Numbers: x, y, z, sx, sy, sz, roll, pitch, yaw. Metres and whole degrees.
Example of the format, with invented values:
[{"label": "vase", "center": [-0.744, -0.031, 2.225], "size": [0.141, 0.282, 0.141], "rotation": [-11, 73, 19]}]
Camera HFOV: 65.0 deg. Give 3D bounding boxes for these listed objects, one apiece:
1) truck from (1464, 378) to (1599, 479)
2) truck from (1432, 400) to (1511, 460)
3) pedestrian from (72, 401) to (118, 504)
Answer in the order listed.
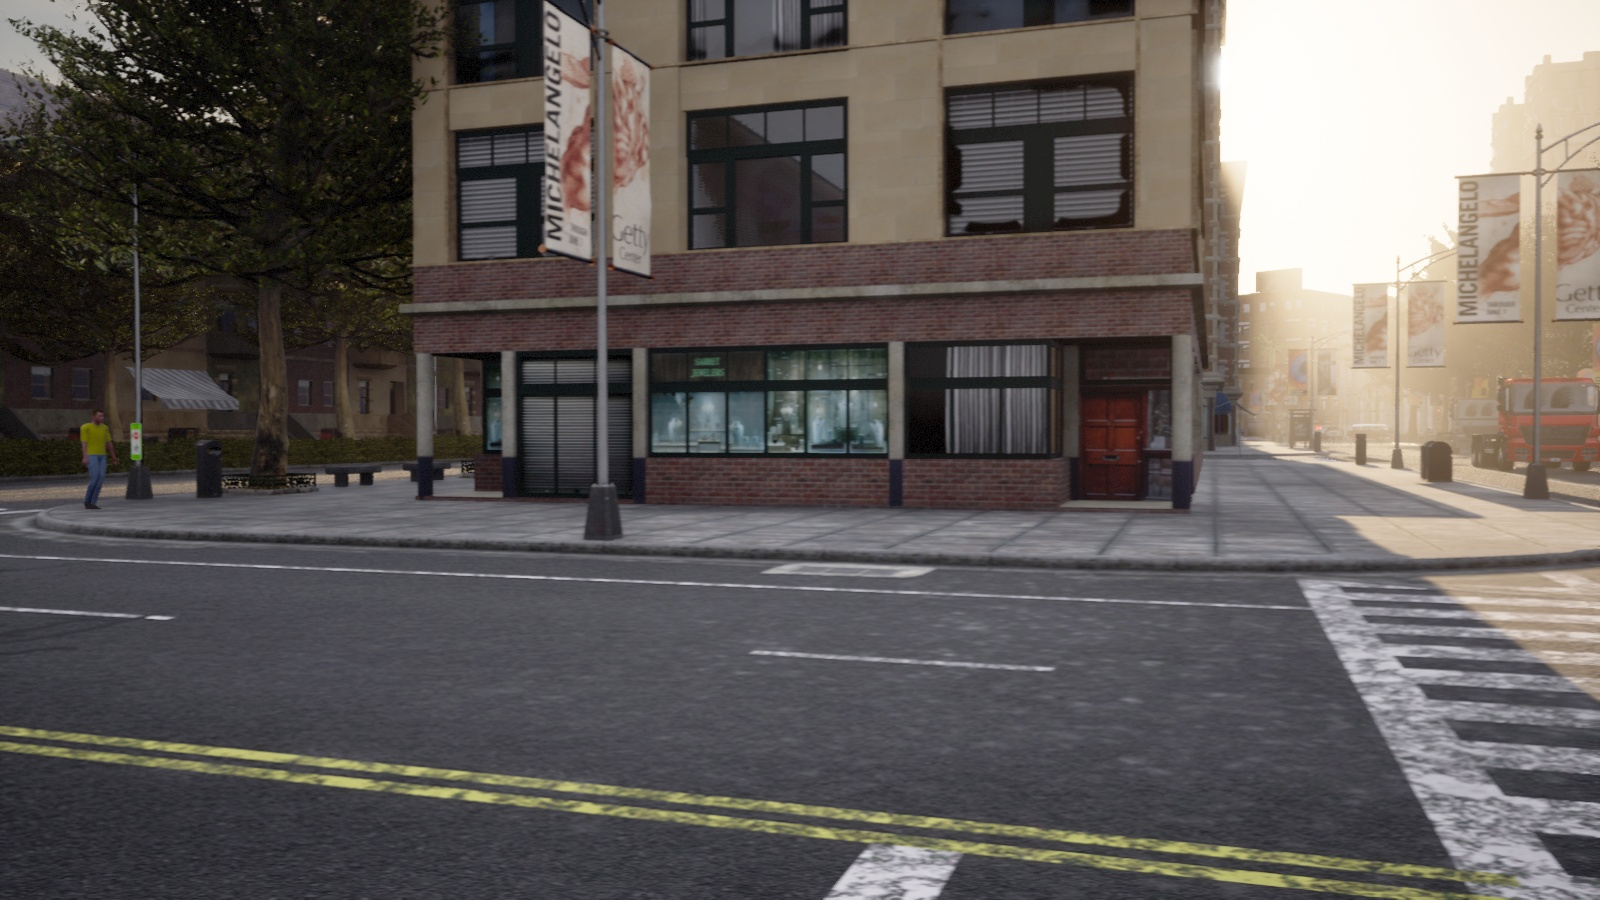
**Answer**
[{"label": "truck", "center": [27.388, -0.793, 47.266], "size": [2.891, 3.462, 7.936], "rotation": [1, 1, 18]}, {"label": "truck", "center": [40.773, -1.203, 76.465], "size": [2.891, 3.462, 7.936], "rotation": [1, 1, 18]}, {"label": "pedestrian", "center": [-12.675, 0.041, 22.572], "size": [0.706, 1.836, 0.354], "rotation": [1, 1, 23]}]
